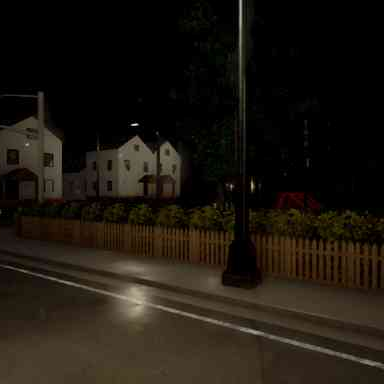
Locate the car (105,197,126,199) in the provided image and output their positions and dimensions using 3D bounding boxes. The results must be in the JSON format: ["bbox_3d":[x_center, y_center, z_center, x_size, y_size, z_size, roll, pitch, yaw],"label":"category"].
[{"bbox_3d":[-9.389,1.352,38.811,2.097,1.767,4.553,0,0,35],"label":"car"}]

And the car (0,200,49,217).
[{"bbox_3d":[-15.037,1.491,30.641,2.128,1.511,4.902,0,0,35],"label":"car"}]
